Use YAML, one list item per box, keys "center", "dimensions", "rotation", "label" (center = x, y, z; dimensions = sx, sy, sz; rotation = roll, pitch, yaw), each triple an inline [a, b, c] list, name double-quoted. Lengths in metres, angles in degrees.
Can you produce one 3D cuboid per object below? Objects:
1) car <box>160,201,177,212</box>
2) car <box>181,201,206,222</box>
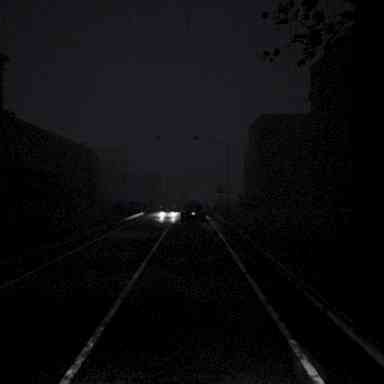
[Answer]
- center: [-3.051, 1.844, 43.561]
  dimensions: [1.895, 1.301, 4.718]
  rotation: [0, 1, 0]
  label: "car"
- center: [0.102, 1.658, 27.374]
  dimensions: [1.994, 1.385, 4.181]
  rotation: [0, -1, 0]
  label: "car"
